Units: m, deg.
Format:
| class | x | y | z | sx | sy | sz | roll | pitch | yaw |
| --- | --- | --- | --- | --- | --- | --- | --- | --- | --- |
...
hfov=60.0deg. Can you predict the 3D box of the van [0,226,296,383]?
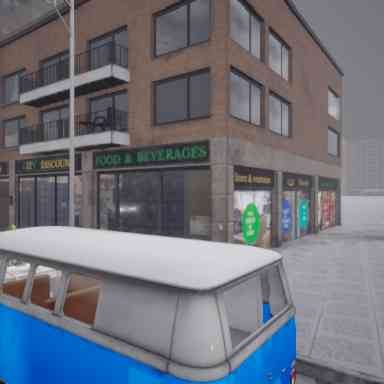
| class | x | y | z | sx | sy | sz | roll | pitch | yaw |
| --- | --- | --- | --- | --- | --- | --- | --- | --- | --- |
| van | -0.943 | 1.341 | 3.533 | 3.998 | 1.788 | 1.690 | 0 | 0 | 36 |
